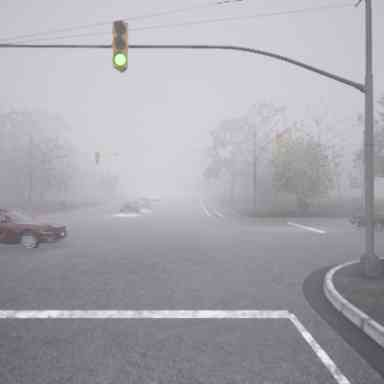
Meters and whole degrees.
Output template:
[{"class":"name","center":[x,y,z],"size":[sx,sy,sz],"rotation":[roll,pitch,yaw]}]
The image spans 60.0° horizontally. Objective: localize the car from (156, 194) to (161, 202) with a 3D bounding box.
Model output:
[{"class":"car","center":[-6.998,1.059,63.616],"size":[1.812,1.442,4.674],"rotation":[0,2,0]}]

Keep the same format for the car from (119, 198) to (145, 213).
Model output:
[{"class":"car","center":[-7.085,1.706,38.658],"size":[1.994,1.385,4.181],"rotation":[0,0,0]}]

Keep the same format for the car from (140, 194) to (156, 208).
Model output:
[{"class":"car","center":[-7.074,1.502,49.000],"size":[2.128,1.511,4.902],"rotation":[0,1,0]}]

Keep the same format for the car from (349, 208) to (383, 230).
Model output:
[{"class":"car","center":[12.311,1.630,20.500],"size":[4.718,1.301,1.895],"rotation":[0,-1,-2]}]

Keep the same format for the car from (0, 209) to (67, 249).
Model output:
[{"class":"car","center":[-7.761,1.446,13.766],"size":[5.008,1.535,1.882],"rotation":[0,0,5]}]
